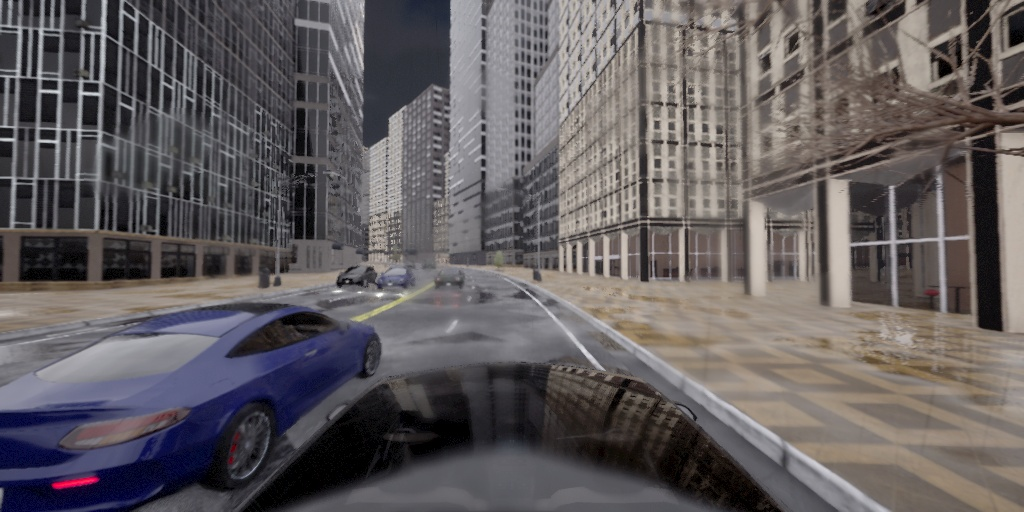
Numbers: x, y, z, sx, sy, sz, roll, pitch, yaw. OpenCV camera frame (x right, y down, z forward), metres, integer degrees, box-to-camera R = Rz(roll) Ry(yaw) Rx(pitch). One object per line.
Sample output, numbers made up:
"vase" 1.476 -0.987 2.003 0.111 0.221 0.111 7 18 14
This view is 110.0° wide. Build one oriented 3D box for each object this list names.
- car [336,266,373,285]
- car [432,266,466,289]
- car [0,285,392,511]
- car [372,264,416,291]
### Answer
"car" -11.091 1.458 26.017 1.837 1.490 4.892 0 0 -6
"car" -4.282 1.565 25.304 1.895 1.301 4.718 0 -1 -5
"car" -3.205 1.299 4.438 1.812 1.442 4.674 0 0 0
"car" -7.634 1.471 24.099 1.812 1.442 4.674 0 -1 -5
